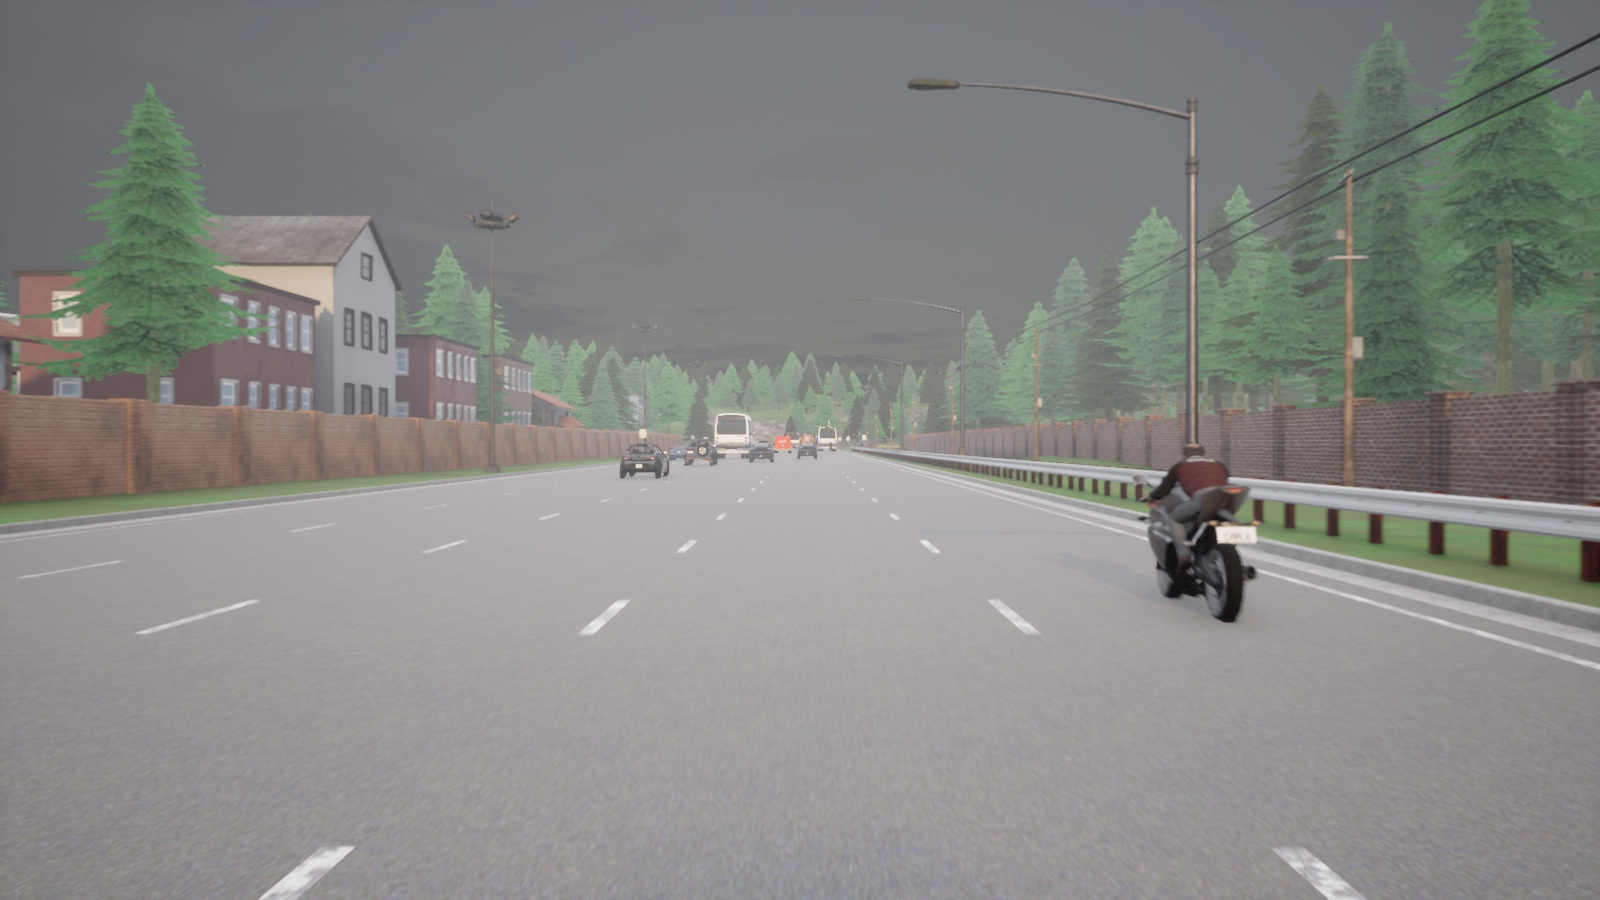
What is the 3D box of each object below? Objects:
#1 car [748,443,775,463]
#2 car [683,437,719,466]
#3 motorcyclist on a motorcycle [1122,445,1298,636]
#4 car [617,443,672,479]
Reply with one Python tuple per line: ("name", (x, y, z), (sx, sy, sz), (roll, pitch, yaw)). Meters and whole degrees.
("car", (-2.936, 0.210, 96.692), (1.837, 1.490, 4.892), (0, 0, 0))
("car", (-6.513, 0.095, 83.012), (1.932, 1.855, 4.605), (0, 0, 0))
("motorcyclist on a motorcycle", (3.579, 0.722, 11.203), (0.866, 1.530, 2.191), (0, 0, 0))
("car", (-6.677, 0.452, 54.277), (1.816, 1.474, 4.193), (0, 0, 0))
